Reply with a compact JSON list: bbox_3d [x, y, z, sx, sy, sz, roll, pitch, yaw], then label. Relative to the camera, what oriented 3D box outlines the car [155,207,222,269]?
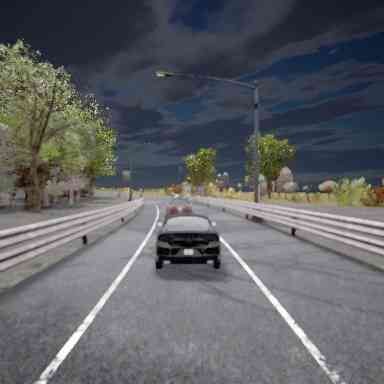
[{"bbox_3d":[-0.165,1.449,11.161,1.882,1.535,5.008,0,-1,-2],"label":"car"}]

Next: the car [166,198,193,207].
[{"bbox_3d":[-0.988,1.277,26.208,2.097,1.767,4.553,0,0,-4],"label":"car"}]
